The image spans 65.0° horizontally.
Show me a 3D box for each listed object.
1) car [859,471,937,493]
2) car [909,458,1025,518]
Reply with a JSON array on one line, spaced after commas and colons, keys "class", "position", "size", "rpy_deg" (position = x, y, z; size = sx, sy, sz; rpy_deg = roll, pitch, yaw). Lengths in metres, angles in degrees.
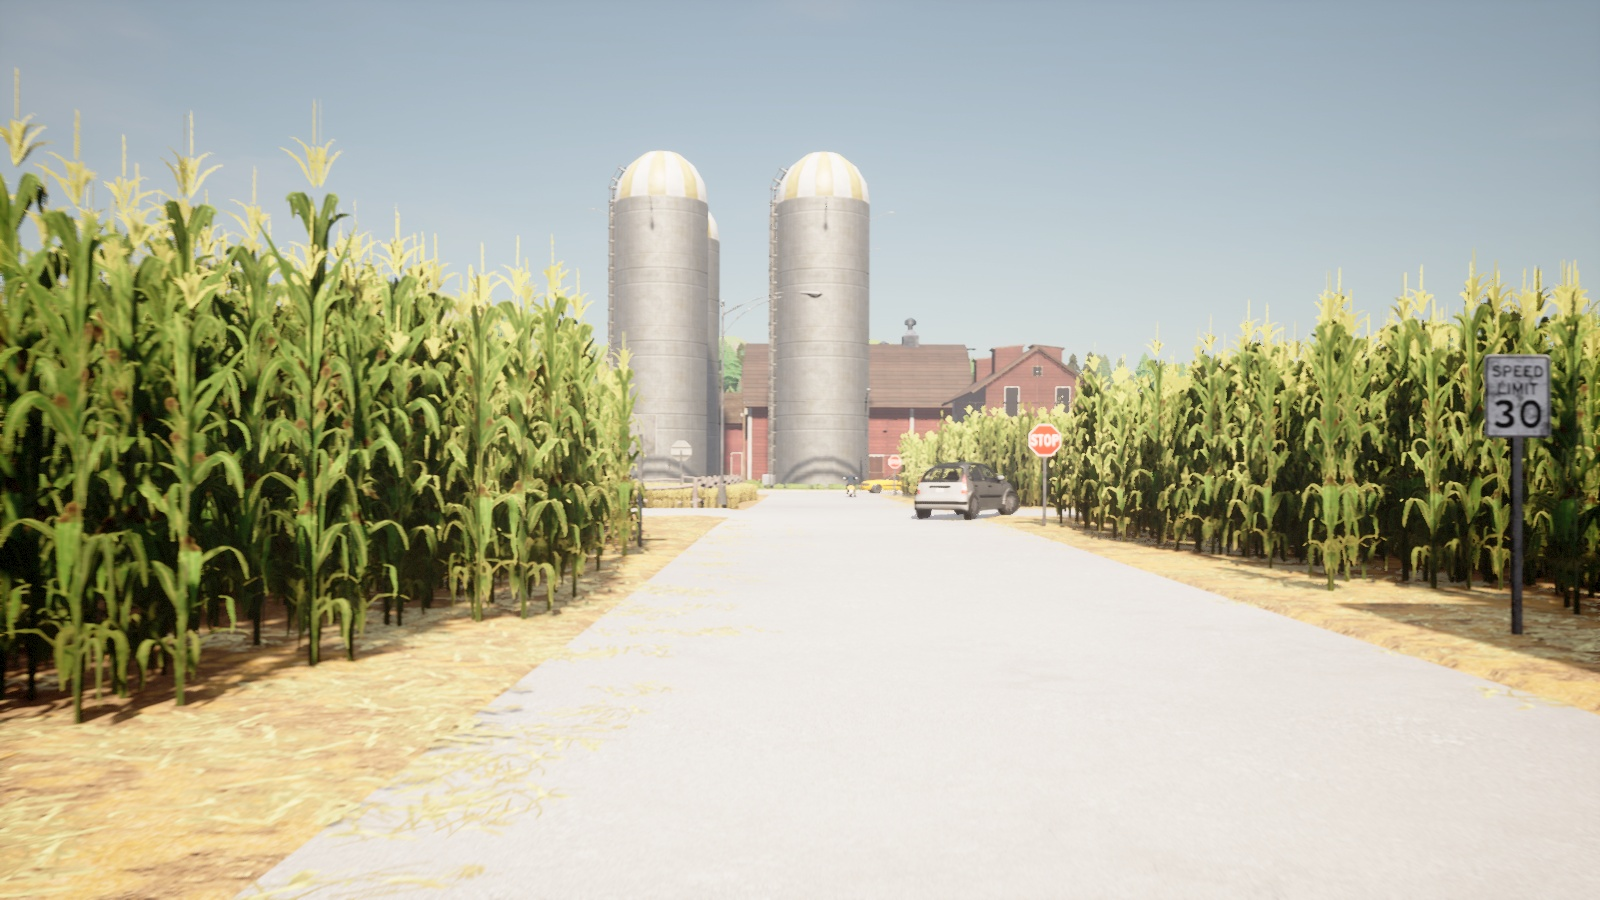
[{"class": "car", "position": [7.158, 2.320, 91.764], "size": [5.366, 1.575, 1.801], "rpy_deg": [0, -1, -9]}, {"class": "car", "position": [4.974, 1.084, 36.922], "size": [1.851, 1.617, 3.988], "rpy_deg": [-2, -1, 32]}]
